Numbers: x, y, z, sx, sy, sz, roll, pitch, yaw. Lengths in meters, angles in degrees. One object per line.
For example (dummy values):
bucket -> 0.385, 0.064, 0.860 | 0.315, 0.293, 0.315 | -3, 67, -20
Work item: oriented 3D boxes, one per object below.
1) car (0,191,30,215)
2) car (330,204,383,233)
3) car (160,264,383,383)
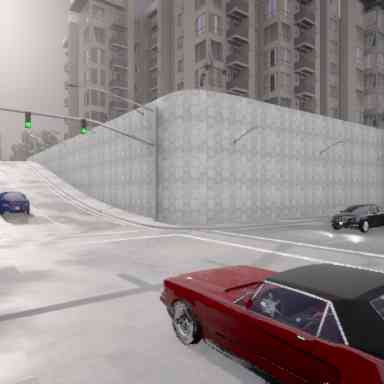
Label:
car -> -13.643, 0.689, 25.209 | 1.882, 1.535, 5.008 | 0, 7, -36
car -> 10.268, 1.505, 19.936 | 4.892, 1.490, 1.837 | 0, 0, -36
car -> 1.491, 1.601, 4.180 | 1.895, 1.301, 4.718 | 0, 0, -36
